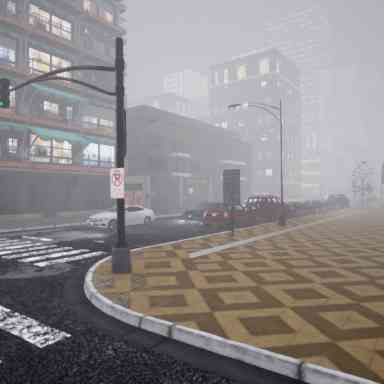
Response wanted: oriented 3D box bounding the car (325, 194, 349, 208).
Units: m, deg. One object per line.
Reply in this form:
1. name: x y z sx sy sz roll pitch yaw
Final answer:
1. car: 19.004 1.167 43.296 2.192 1.841 5.009 -1 0 36

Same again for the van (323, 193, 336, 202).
1. van: 29.210 1.228 70.498 1.690 1.788 3.998 -1 0 36

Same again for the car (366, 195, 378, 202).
1. car: 35.562 1.333 65.833 1.887 1.381 4.507 -1 0 36

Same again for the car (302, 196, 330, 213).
1. car: 12.383 1.421 34.280 1.887 1.381 4.507 -1 0 36

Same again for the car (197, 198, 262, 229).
1. car: 2.449 1.352 20.758 1.967 1.590 4.097 -1 0 36

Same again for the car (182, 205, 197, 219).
1. car: 1.405 1.516 28.480 2.033 1.411 5.357 -1 0 36

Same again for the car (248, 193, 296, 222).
1. car: 5.759 1.215 25.266 2.192 1.841 5.009 -1 0 36

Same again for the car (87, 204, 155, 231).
1. car: -4.294 1.515 20.727 1.812 1.442 4.674 -1 0 36

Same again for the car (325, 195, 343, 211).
1. car: 15.695 1.415 38.787 2.008 1.369 4.403 -1 0 36

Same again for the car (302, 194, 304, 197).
1. car: 22.488 1.439 61.346 1.752 1.417 4.829 -1 0 36

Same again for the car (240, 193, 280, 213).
1. car: 7.649 1.167 36.976 2.150 2.045 5.566 -1 0 36

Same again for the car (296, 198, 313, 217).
1. car: 9.073 1.470 29.772 1.802 1.307 4.206 -1 0 36
